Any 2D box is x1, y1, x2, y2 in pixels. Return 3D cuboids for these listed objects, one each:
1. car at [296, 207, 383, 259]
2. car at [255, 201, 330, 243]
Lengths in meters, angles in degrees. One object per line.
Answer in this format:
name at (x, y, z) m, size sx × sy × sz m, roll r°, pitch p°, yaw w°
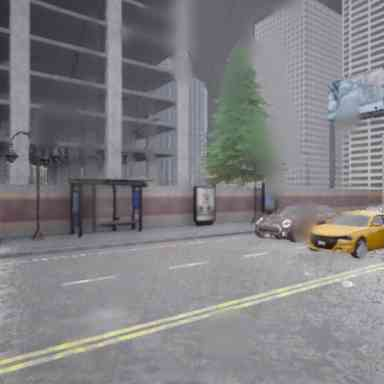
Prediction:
car at (6.492, 1.488, 12.844) m, size 5.008 × 1.535 × 1.882 m, roll 0°, pitch 0°, yaw -35°
car at (5.215, 1.362, 16.222) m, size 4.553 × 1.767 × 2.097 m, roll 0°, pitch 0°, yaw -35°
